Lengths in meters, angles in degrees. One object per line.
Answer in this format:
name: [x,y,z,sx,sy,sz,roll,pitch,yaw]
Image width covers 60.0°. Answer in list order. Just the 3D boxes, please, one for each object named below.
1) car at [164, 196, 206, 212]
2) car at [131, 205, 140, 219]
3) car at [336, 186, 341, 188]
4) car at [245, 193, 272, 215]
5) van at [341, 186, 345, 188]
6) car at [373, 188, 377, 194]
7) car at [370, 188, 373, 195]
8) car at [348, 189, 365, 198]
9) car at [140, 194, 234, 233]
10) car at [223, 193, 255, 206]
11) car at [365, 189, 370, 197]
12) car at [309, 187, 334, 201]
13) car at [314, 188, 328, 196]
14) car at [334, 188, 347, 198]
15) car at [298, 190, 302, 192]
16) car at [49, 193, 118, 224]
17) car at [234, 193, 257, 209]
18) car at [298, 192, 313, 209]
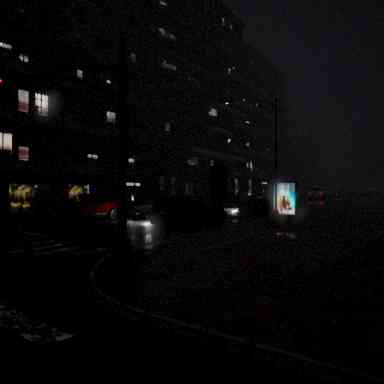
car: [-0.584,1.069,31.529,1.802,1.307,4.206,2,2,35]
car: [-2.375,1.145,24.489,1.812,1.442,4.674,0,1,35]
car: [34.468,-0.240,81.456,1.967,1.590,4.097,2,2,35]
car: [6.311,1.069,26.766,1.947,1.339,4.313,1,2,35]
van: [37.654,-0.447,85.992,1.690,1.788,3.998,2,2,35]
car: [38.183,-0.012,72.167,1.887,1.381,4.507,1,2,35]
car: [34.995,0.095,67.627,1.887,1.381,4.507,1,2,35]
car: [28.621,0.308,58.547,1.887,1.381,4.507,1,2,35]
car: [-0.062,1.025,17.680,2.192,1.841,5.009,1,2,35]
car: [5.789,0.828,40.607,2.008,1.369,4.403,2,2,35]
car: [31.809,0.097,63.084,1.967,1.590,4.097,1,2,35]
car: [18.906,0.232,49.245,2.150,2.045,5.566,0,1,35]
car: [28.094,-0.025,72.377,1.967,1.590,4.097,2,2,35]
car: [25.090,0.405,58.053,1.895,1.301,4.718,0,1,35]
car: [15.175,0.462,49.320,2.097,1.767,4.553,0,1,35]
car: [-6.955,1.009,22.444,2.192,1.841,5.009,1,2,35]
car: [4.750,0.949,34.634,1.994,1.385,4.181,0,1,35]
car: [9.498,0.964,31.307,1.947,1.339,4.313,1,2,35]
